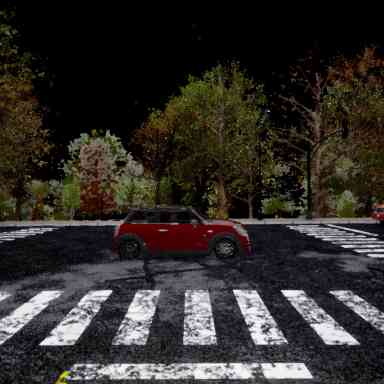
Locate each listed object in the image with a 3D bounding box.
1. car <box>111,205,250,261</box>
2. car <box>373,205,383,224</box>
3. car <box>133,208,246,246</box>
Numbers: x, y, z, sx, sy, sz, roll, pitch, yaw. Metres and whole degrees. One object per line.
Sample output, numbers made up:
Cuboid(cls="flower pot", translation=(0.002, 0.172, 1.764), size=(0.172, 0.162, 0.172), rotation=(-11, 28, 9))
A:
Cuboid(cls="car", translation=(-0.353, 1.277, 11.435), size=(4.553, 1.767, 2.097), rotation=(-1, -1, 1))
Cuboid(cls="car", translation=(14.631, 1.127, 21.171), size=(5.566, 2.045, 2.150), rotation=(-1, -1, 1))
Cuboid(cls="car", translation=(-0.094, 1.491, 14.677), size=(4.674, 1.442, 1.812), rotation=(-1, -1, 1))
